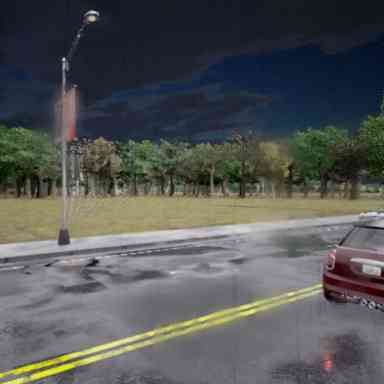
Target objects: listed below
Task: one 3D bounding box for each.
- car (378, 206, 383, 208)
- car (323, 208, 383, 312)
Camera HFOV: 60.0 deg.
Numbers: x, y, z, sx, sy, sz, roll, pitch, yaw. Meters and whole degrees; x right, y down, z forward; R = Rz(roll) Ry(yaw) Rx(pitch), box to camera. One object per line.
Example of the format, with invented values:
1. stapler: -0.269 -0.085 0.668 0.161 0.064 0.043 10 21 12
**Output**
1. car: 12.152 1.522 20.339 4.718 1.301 1.895 0 0 -35
2. car: 4.748 1.324 6.826 4.553 1.767 2.097 0 0 -36
